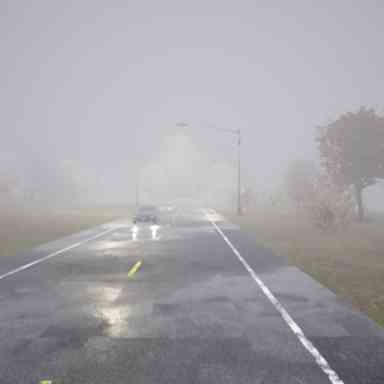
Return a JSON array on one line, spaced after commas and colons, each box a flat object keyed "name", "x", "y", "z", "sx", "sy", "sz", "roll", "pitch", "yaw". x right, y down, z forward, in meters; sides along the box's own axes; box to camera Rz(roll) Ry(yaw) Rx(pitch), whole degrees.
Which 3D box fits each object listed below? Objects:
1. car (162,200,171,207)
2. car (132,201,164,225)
[{"name": "car", "x": -5.306, "y": 2.303, "z": 68.094, "sx": 1.895, "sy": 1.301, "sz": 4.718, "roll": 0, "pitch": -1, "yaw": -7}, {"name": "car", "x": -3.607, "y": 1.780, "z": 27.030, "sx": 1.837, "sy": 1.490, "sz": 4.892, "roll": 0, "pitch": -1, "yaw": 0}]
